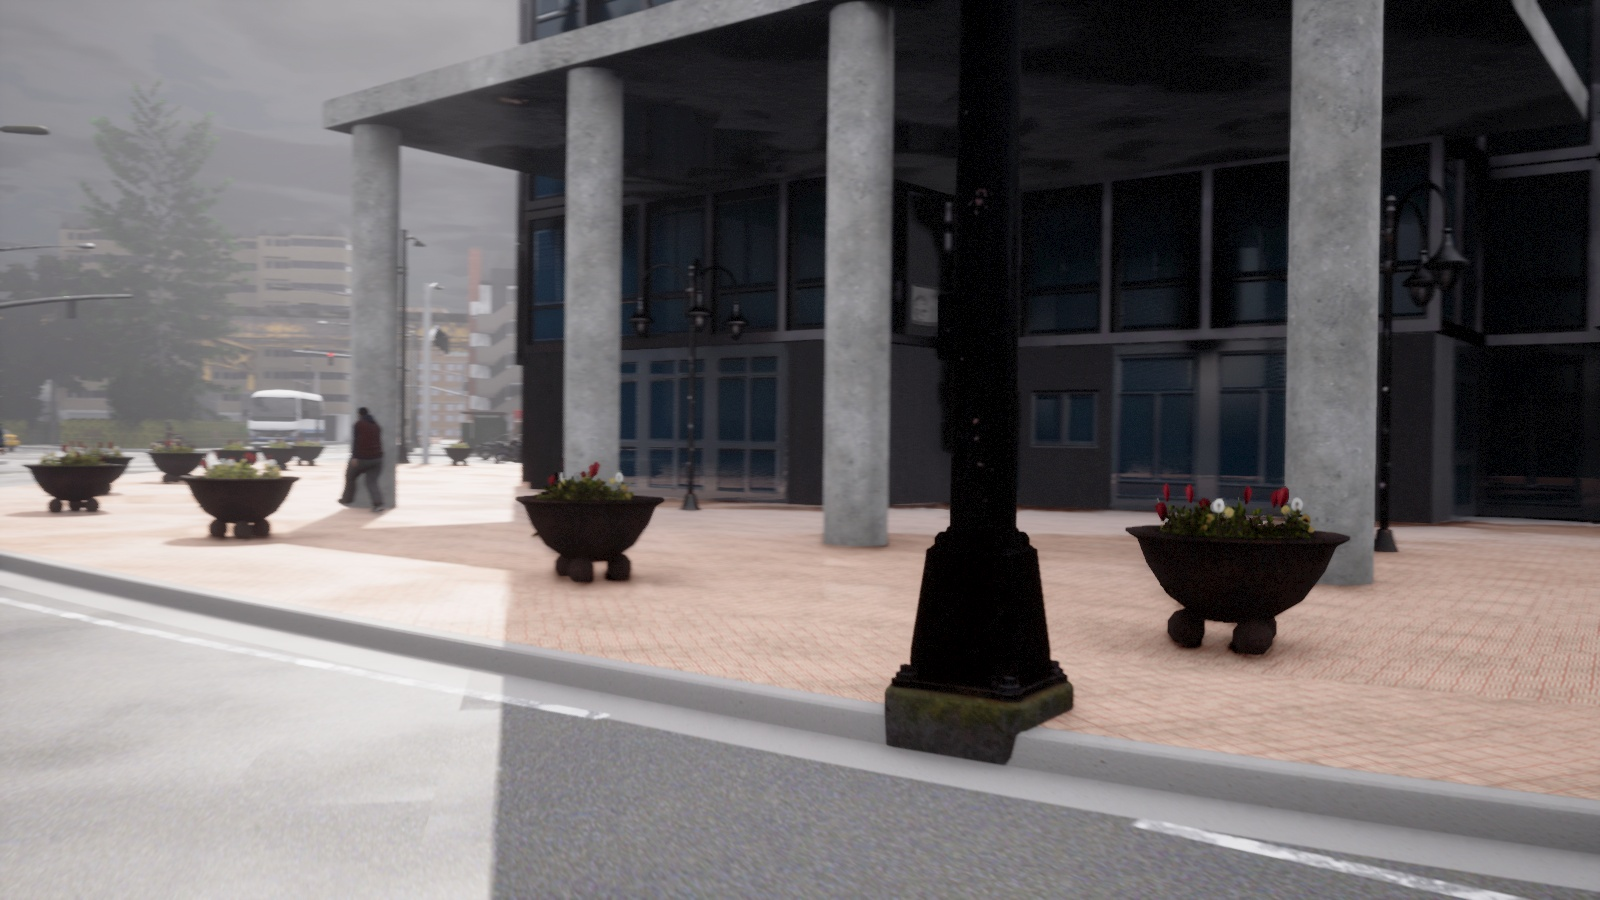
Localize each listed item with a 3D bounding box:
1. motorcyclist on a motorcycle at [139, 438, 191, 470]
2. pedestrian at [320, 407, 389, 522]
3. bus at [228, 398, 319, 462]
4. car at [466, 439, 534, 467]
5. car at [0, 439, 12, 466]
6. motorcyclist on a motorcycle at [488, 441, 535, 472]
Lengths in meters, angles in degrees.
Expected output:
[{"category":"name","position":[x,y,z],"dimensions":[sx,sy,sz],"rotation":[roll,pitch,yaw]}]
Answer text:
[{"category":"motorcyclist on a motorcycle","position":[-33.276,0.179,65.801],"dimensions":[0.766,1.649,2.350],"rotation":[-1,0,32]},{"category":"pedestrian","position":[-7.305,0.229,20.579],"dimensions":[0.899,1.844,0.634],"rotation":[0,1,32]},{"category":"bus","position":[-36.688,-1.373,88.006],"dimensions":[3.944,4.253,10.273],"rotation":[0,1,-12]},{"category":"car","position":[-17.052,0.152,71.417],"dimensions":[3.705,1.549,1.789],"rotation":[0,1,-12]},{"category":"car","position":[-48.316,0.144,73.709],"dimensions":[5.366,1.575,1.801],"rotation":[0,1,39]},{"category":"motorcyclist on a motorcycle","position":[-14.079,0.312,61.320],"dimensions":[2.191,1.530,0.866],"rotation":[0,0,-12]}]
